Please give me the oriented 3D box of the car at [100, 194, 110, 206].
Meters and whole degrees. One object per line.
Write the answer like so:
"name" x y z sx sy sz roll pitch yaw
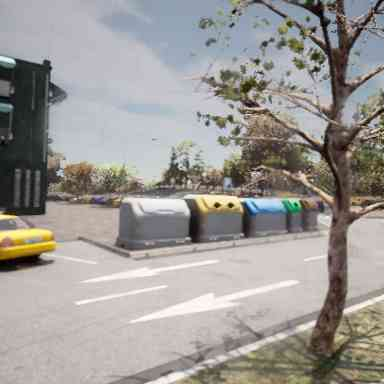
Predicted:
"car" -8.965 1.193 43.302 2.231 1.521 4.892 0 -1 35

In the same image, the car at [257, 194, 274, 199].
"car" 10.744 1.627 44.574 2.185 1.767 4.553 1 -2 35

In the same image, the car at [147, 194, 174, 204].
"car" -6.451 1.510 69.452 2.435 2.045 5.566 1 -2 35

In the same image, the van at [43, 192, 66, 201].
"van" -30.961 0.968 74.812 1.878 1.987 4.442 1 -1 35

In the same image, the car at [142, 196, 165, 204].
"car" -8.220 1.788 71.878 2.163 1.488 4.792 1 -2 35

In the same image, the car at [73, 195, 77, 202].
"car" -15.717 1.194 53.034 2.097 1.535 5.008 1 -1 35

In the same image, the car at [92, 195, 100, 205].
"car" -10.666 1.222 45.711 2.163 1.488 4.792 1 -1 35

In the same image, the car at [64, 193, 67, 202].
"car" -19.080 1.225 57.918 2.163 1.488 4.792 0 -1 35

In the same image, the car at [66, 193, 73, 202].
"car" -17.501 1.188 55.306 1.946 1.575 5.366 1 -1 35

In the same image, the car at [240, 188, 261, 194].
"car" 10.347 -0.001 57.408 1.994 1.385 4.181 2 3 -34

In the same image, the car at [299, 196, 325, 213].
"car" 14.223 1.503 39.662 2.435 2.045 5.566 1 -2 35

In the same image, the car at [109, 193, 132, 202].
"car" -18.535 1.508 86.778 2.435 2.045 5.566 1 -2 35

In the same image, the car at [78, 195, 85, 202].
"car" -14.128 1.187 50.444 1.946 1.575 5.366 1 -1 35

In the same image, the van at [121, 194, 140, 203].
"van" -15.020 1.540 81.938 1.878 1.987 4.442 1 -2 35

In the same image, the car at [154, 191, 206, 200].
"car" -0.536 0.938 31.130 2.435 2.045 5.566 1 -1 35

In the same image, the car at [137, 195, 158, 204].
"car" -9.938 1.633 74.367 2.185 1.767 4.553 1 -2 35

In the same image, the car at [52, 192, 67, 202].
"car" -24.168 1.070 65.161 2.185 1.767 4.553 0 -1 35

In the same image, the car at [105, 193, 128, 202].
"car" -20.246 1.509 89.316 2.435 2.045 5.566 1 -2 35

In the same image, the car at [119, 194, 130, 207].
"car" -5.611 1.065 38.423 2.185 1.767 4.553 0 -1 35

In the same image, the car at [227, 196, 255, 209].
"car" 7.330 1.631 49.587 2.185 1.767 4.553 1 -2 35

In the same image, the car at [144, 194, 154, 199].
"car" -2.220 1.230 33.585 2.002 1.452 4.674 1 -1 35

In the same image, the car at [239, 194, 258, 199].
"car" 9.061 1.631 47.104 2.185 1.767 4.553 1 -2 35

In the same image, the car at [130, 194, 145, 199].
"car" -3.910 1.191 36.012 2.231 1.521 4.892 0 -1 35

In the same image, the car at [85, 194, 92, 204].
"car" -12.334 1.193 48.164 2.097 1.535 5.008 0 -1 35

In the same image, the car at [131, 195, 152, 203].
"car" -11.672 1.633 76.851 2.185 1.767 4.553 1 -2 35

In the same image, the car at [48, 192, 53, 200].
"car" -25.842 1.198 67.620 2.231 1.521 4.892 1 -1 35

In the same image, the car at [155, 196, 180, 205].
"car" -4.857 1.748 66.785 1.946 1.575 5.366 1 -2 35

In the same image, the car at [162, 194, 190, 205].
"car" -3.042 1.506 64.438 2.435 2.045 5.566 1 -2 35

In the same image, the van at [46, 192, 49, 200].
"van" -29.274 0.968 72.380 1.878 1.987 4.442 1 -1 35

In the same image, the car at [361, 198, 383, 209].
"car" 22.678 1.407 39.394 1.882 1.535 5.008 2 2 -34

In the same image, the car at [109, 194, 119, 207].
"car" -7.180 1.192 41.031 1.946 1.575 5.366 0 -1 35

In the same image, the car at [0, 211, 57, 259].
"car" -6.793 1.448 11.273 5.366 1.575 1.946 -1 0 35

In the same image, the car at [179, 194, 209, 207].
"car" 0.446 1.508 59.521 2.435 2.045 5.566 1 -2 35
